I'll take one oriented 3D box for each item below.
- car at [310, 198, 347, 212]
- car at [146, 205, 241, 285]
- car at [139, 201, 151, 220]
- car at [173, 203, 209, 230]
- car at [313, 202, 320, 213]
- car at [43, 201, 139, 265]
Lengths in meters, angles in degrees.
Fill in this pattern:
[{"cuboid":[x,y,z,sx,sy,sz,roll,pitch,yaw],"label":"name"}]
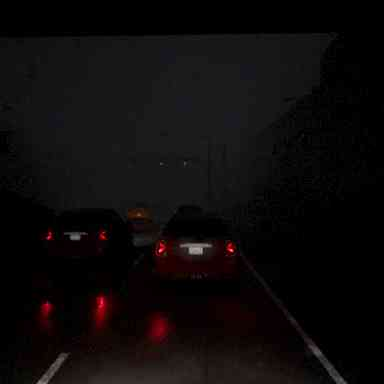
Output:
[{"cuboid":[14.068,1.293,34.113,1.853,1.218,4.536,0,0,45],"label":"car"},{"cuboid":[0.092,1.351,9.622,2.097,1.767,4.553,0,0,0],"label":"car"},{"cuboid":[-4.207,1.476,26.120,1.882,1.535,5.008,1,0,-10],"label":"car"},{"cuboid":[-0.198,1.546,22.233,2.033,1.411,5.357,0,0,-4],"label":"car"},{"cuboid":[14.031,1.451,34.076,2.038,1.542,4.974,0,0,45],"label":"car"},{"cuboid":[-3.406,1.352,11.832,2.097,1.767,4.553,0,0,0],"label":"car"}]
